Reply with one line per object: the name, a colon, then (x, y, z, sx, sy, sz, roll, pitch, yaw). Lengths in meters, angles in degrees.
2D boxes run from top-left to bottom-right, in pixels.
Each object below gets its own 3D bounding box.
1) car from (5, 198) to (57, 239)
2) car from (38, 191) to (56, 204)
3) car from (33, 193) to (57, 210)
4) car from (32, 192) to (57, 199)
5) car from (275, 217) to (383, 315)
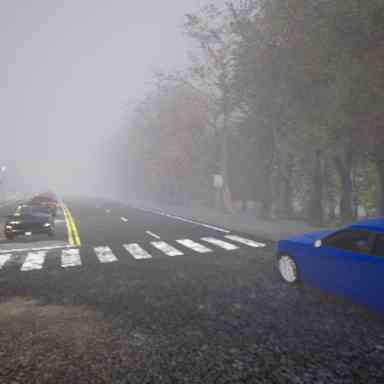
car: (-7.684, 1.265, 16.092, 2.033, 1.411, 5.357, -2, 2, -22)
car: (-19.764, 0.697, 45.424, 2.128, 1.511, 4.902, -2, 2, -23)
car: (-15.198, 0.883, 34.587, 2.128, 1.511, 4.902, -2, 2, -22)
car: (-11.364, 1.032, 25.269, 1.882, 1.535, 5.008, -2, 2, -22)
car: (3.425, 1.180, 5.817, 1.882, 1.535, 5.008, -6, 4, -21)
